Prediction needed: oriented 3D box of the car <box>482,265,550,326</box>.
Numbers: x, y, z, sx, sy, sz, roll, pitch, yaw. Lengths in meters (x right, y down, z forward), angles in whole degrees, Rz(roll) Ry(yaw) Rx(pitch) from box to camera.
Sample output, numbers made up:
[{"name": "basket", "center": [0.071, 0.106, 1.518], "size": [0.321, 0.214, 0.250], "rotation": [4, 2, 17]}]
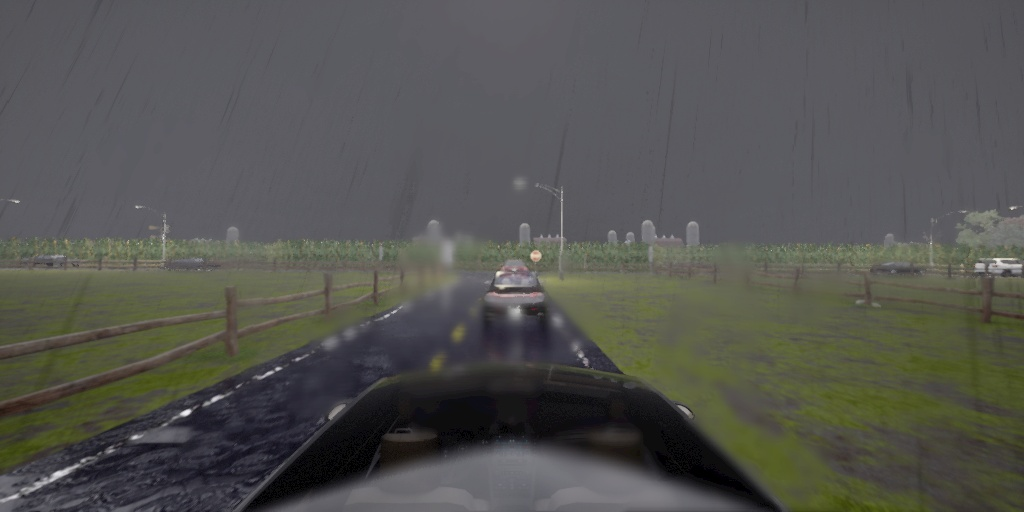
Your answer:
[{"name": "car", "center": [0.118, 1.214, 11.531], "size": [2.128, 1.511, 4.902], "rotation": [0, 0, 0]}]

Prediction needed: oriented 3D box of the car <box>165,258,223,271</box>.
[{"name": "car", "center": [-35.477, 0.921, 40.140], "size": [5.357, 1.411, 2.033], "rotation": [0, -1, 1]}]

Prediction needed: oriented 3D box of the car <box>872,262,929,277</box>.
[{"name": "car", "center": [42.841, 1.458, 39.588], "size": [5.008, 1.535, 1.882], "rotation": [0, -1, 1]}]

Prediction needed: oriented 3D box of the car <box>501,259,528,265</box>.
[{"name": "car", "center": [0.208, 1.028, 27.094], "size": [2.097, 1.767, 4.553], "rotation": [0, 0, 2]}]
